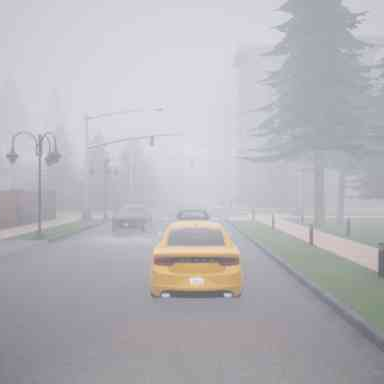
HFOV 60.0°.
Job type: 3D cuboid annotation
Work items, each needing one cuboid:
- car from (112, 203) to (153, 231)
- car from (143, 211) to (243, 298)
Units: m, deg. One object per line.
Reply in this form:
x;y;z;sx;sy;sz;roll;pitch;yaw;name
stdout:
-3.566;1.501;20.500;1.882;1.535;5.008;0;0;0;car
0.084;1.476;8.553;1.882;1.535;5.008;0;0;0;car
